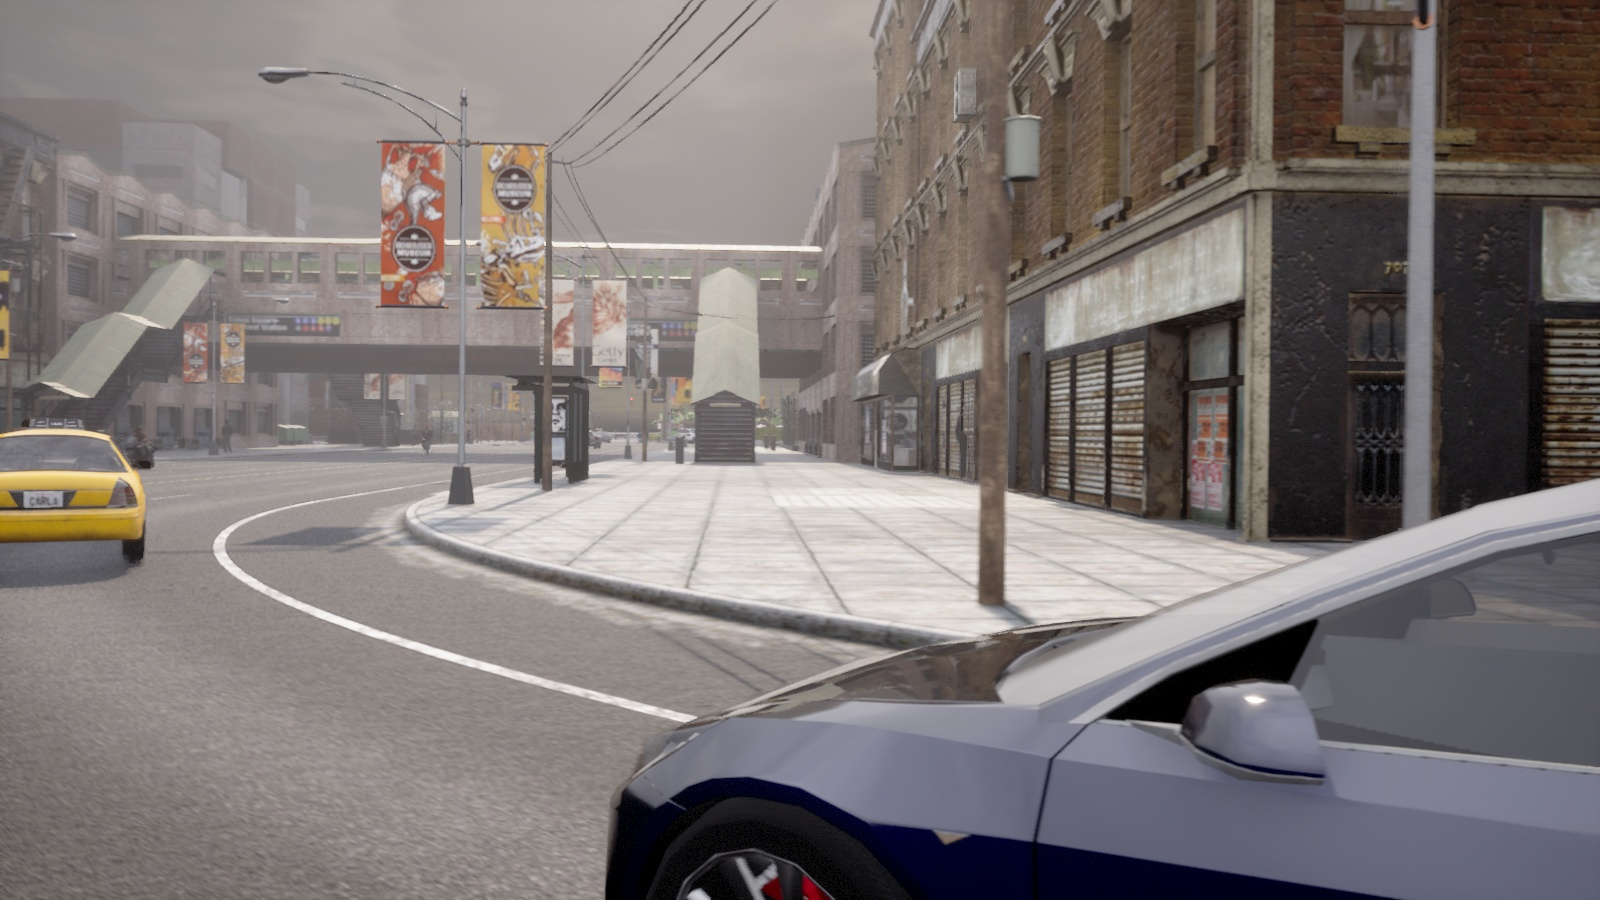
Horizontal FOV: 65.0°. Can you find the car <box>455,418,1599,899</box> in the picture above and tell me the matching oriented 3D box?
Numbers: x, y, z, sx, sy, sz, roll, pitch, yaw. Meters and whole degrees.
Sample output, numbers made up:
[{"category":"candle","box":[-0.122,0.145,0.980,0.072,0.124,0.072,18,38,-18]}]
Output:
[{"category":"car","box":[1.829,0.686,2.399,4.792,1.488,2.163,0,1,33]}]

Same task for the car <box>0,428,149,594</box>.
[{"category":"car","box":[-8.539,0.559,14.458,1.801,1.575,5.366,-1,1,-28]}]

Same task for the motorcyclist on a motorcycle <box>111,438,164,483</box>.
[{"category":"motorcyclist on a motorcycle","box":[-22.976,0.352,43.593,0.797,1.523,2.044,-1,1,-3]}]

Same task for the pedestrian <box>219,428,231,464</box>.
[{"category":"pedestrian","box":[-31.348,-0.221,68.507,0.402,1.930,0.666,-1,1,-9]}]
